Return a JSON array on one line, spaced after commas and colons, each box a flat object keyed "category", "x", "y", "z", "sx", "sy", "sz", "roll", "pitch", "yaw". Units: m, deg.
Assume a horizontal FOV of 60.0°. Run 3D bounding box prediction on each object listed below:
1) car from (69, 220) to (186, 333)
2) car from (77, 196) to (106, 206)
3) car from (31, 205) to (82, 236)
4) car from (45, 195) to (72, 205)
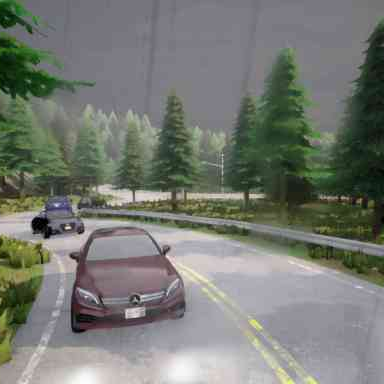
[{"category": "car", "x": -1.529, "y": 1.523, "z": 7.112, "sx": 1.812, "sy": 1.442, "sz": 4.674, "roll": -2, "pitch": 0, "yaw": -17}, {"category": "car", "x": -12.764, "y": 1.289, "z": 42.833, "sx": 2.097, "sy": 1.767, "sz": 4.553, "roll": 2, "pitch": 2, "yaw": 13}, {"category": "car", "x": -7.528, "y": 1.671, "z": 18.470, "sx": 1.994, "sy": 1.385, "sz": 4.181, "roll": -4, "pitch": 2, "yaw": -38}, {"category": "car", "x": -12.897, "y": 1.326, "z": 32.240, "sx": 2.150, "sy": 2.045, "sz": 5.566, "roll": -1, "pitch": 0, "yaw": -18}]
